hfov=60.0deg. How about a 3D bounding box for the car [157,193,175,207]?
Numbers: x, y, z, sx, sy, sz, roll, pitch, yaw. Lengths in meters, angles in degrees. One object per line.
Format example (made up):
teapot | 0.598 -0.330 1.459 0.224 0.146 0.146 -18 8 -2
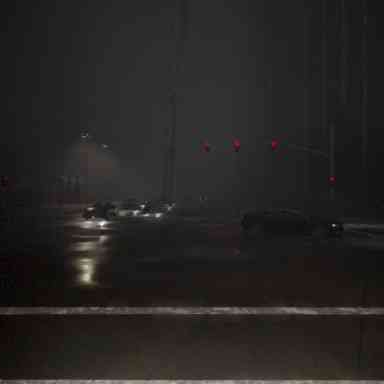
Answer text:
car | -4.316 1.222 53.085 2.150 2.045 5.566 0 0 0

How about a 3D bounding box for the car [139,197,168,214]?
car | -4.157 1.547 36.401 2.033 1.411 5.357 0 0 -1

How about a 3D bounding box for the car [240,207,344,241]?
car | 4.819 1.491 16.483 4.902 1.511 2.128 0 0 25

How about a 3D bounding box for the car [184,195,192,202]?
car | -0.944 1.478 75.417 1.882 1.535 5.008 0 0 -1

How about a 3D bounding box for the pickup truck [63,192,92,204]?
pickup truck | -20.915 1.059 60.050 2.390 2.098 6.274 0 0 30

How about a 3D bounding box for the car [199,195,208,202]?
car | 2.559 1.524 75.212 1.812 1.442 4.674 0 0 -1

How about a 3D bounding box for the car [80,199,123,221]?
car | -7.542 1.548 27.910 2.033 1.411 5.357 0 0 -1

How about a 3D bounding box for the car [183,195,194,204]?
car | -0.746 1.352 65.413 2.097 1.767 4.553 0 0 -1

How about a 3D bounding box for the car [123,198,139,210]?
car | -7.720 1.477 42.592 1.882 1.535 5.008 0 0 -1

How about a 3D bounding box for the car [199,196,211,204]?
car | 2.760 1.491 64.828 2.128 1.511 4.902 0 0 -1
